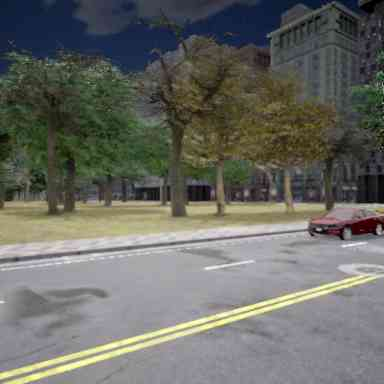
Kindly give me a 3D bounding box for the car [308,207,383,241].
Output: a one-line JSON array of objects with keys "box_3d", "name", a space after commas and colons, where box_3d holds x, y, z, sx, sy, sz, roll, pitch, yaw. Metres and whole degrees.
[{"box_3d": [8.141, 1.552, 17.441, 5.008, 1.535, 1.882, 1, 0, -35], "name": "car"}]
